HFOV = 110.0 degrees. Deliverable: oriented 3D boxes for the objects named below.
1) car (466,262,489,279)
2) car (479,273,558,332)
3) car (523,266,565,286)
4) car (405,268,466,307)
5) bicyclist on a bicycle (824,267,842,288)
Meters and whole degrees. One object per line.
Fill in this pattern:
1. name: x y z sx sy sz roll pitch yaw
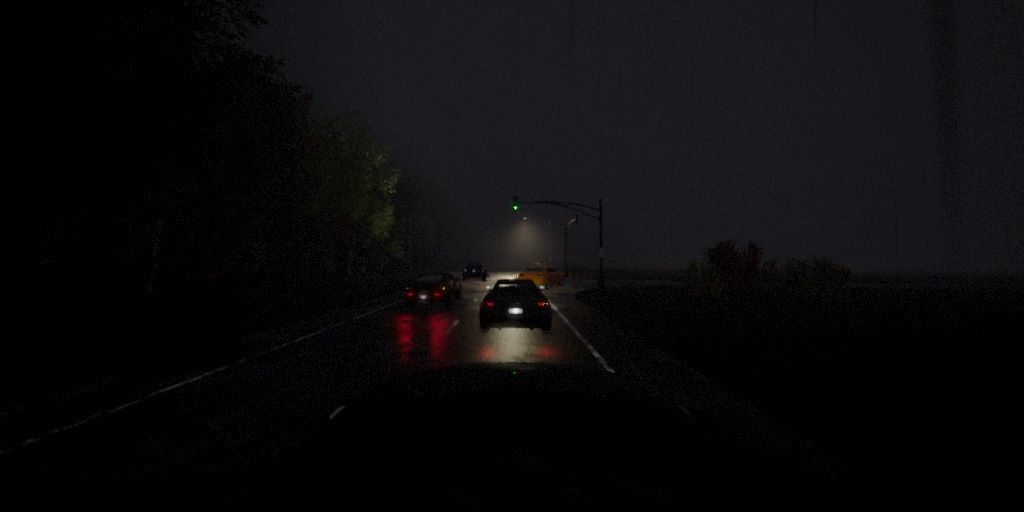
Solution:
1. car: -3.401 1.380 34.211 2.097 1.767 4.553 0 0 0
2. car: 0.100 1.395 11.166 1.994 1.385 4.181 0 -1 0
3. car: 2.164 1.427 24.929 1.882 1.535 5.008 -1 -1 26
4. car: -3.405 1.400 16.084 1.812 1.442 4.674 0 -1 0
5. bicyclist on a bicycle: 24.300 1.624 27.213 0.582 1.620 1.656 1 -1 0
